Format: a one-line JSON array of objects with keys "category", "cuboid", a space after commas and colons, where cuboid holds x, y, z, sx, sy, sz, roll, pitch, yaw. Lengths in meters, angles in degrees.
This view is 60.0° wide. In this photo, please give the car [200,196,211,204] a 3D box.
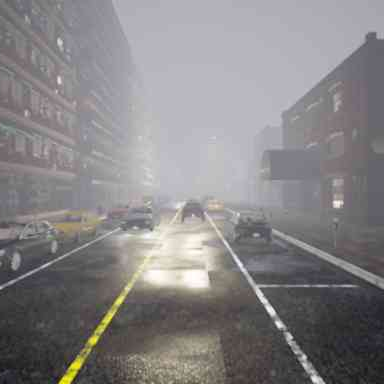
[{"category": "car", "cuboid": [2.666, 1.566, 65.959, 1.967, 1.590, 4.097, 0, 0, 0]}]

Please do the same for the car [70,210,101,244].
[{"category": "car", "cuboid": [-5.694, 1.544, 15.932, 1.752, 1.417, 4.829, 0, 0, 0]}]

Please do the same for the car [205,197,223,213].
[{"category": "car", "cuboid": [2.677, 1.584, 38.433, 1.752, 1.417, 4.829, 0, 0, 0]}]

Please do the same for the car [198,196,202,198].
[{"category": "car", "cuboid": [0.083, 1.599, 45.919, 1.812, 1.442, 4.674, 0, 0, 0]}]

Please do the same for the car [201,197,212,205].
[{"category": "car", "cuboid": [2.668, 1.635, 60.589, 1.752, 1.417, 4.829, 0, 0, 0]}]

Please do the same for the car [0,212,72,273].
[{"category": "car", "cuboid": [-5.693, 1.562, 10.563, 2.008, 1.369, 4.403, 0, 0, 0]}]

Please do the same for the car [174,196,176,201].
[{"category": "car", "cuboid": [-5.723, 1.758, 88.114, 1.947, 1.339, 4.313, 0, 0, 0]}]

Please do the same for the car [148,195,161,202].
[{"category": "car", "cuboid": [-5.705, 1.383, 43.799, 2.192, 1.841, 5.009, 0, 0, 0]}]

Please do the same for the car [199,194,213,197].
[{"category": "car", "cuboid": [2.671, 1.410, 54.881, 2.192, 1.841, 5.009, 0, 0, 0]}]

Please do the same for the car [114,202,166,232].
[{"category": "car", "cuboid": [-3.073, 1.574, 20.792, 2.033, 1.411, 5.357, 0, 0, 0]}]

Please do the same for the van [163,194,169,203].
[{"category": "van", "cuboid": [-5.712, 1.449, 60.417, 1.690, 1.788, 3.998, 0, 0, 0]}]

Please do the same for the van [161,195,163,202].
[{"category": "van", "cuboid": [-5.707, 1.421, 49.339, 1.690, 1.788, 3.998, 0, 0, 0]}]

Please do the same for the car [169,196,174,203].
[{"category": "car", "cuboid": [-5.716, 1.456, 71.495, 2.192, 1.841, 5.009, 0, 0, 0]}]

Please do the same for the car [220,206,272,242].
[{"category": "car", "cuboid": [2.686, 1.571, 16.106, 2.008, 1.369, 4.403, 0, 0, 0]}]

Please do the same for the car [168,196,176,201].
[{"category": "car", "cuboid": [-5.725, 1.761, 93.652, 2.008, 1.369, 4.403, 0, 0, 0]}]

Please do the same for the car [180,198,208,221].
[{"category": "car", "cuboid": [0.089, 1.543, 27.896, 1.837, 1.490, 4.892, 0, 0, 0]}]

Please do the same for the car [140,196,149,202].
[{"category": "car", "cuboid": [-5.701, 1.487, 32.720, 1.967, 1.590, 4.097, 0, 0, 0]}]

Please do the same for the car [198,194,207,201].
[{"category": "car", "cuboid": [2.658, 1.508, 88.118, 2.192, 1.841, 5.009, 0, 0, 0]}]

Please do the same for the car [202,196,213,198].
[{"category": "car", "cuboid": [2.675, 1.620, 43.802, 2.008, 1.369, 4.403, 0, 0, 0]}]

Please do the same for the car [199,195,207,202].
[{"category": "car", "cuboid": [2.660, 1.616, 82.578, 1.967, 1.590, 4.097, 0, 0, 0]}]

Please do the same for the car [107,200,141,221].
[{"category": "car", "cuboid": [-5.699, 1.582, 27.181, 1.887, 1.381, 4.507, 0, 0, 0]}]
